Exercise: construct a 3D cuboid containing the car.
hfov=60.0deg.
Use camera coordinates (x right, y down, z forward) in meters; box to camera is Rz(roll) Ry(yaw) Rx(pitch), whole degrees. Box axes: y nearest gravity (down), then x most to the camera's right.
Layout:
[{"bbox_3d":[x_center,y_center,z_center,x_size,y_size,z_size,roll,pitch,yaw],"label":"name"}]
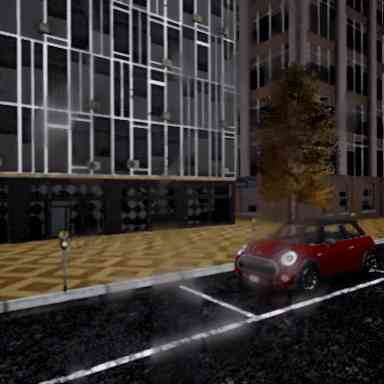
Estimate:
[{"bbox_3d":[3.042,1.456,8.739,4.097,1.590,1.967,0,-1,-35],"label":"car"}]
